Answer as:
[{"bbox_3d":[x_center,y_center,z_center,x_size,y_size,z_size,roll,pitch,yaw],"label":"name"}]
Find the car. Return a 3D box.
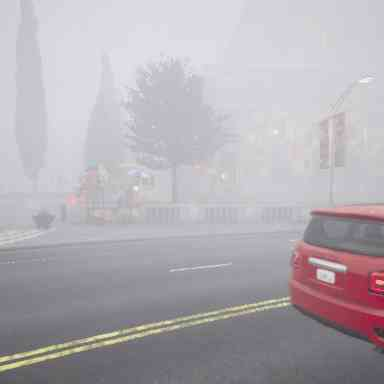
[{"bbox_3d":[4.249,1.222,5.608,5.566,2.045,2.150,0,0,-24],"label":"car"}]
